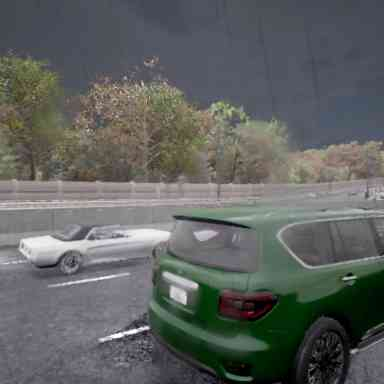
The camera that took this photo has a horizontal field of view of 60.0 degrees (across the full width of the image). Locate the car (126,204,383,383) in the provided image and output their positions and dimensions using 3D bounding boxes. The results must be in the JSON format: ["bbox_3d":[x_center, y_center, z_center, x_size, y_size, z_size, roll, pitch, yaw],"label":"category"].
[{"bbox_3d":[2.038,1.212,5.199,5.566,2.045,2.150,0,0,-35],"label":"car"}]

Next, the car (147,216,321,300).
[{"bbox_3d":[1.302,1.513,8.976,4.674,1.442,1.812,0,0,-35],"label":"car"}]

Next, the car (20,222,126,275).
[{"bbox_3d":[-2.657,1.594,10.450,4.718,1.301,1.895,0,0,-35],"label":"car"}]
